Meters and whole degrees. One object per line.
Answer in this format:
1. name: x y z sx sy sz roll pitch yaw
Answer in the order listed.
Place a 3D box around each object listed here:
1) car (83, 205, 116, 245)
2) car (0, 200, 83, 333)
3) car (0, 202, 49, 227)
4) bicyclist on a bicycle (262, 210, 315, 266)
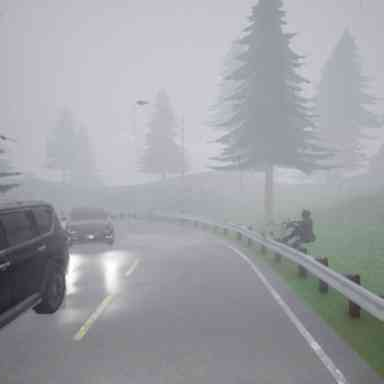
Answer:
1. car: -4.536 1.389 14.572 1.837 1.490 4.892 0 0 -20
2. car: -3.558 1.184 4.572 2.150 2.045 5.566 0 0 0
3. car: -11.757 1.401 21.568 4.181 1.385 1.994 0 0 11
4. bicyclist on a bicycle: 2.987 1.253 9.689 1.656 1.620 0.582 45 30 21
